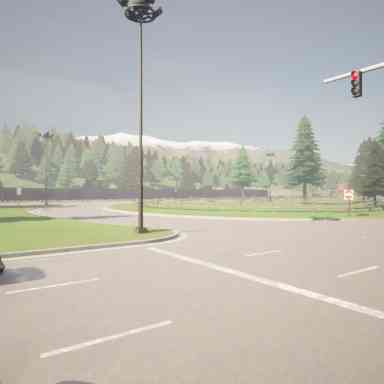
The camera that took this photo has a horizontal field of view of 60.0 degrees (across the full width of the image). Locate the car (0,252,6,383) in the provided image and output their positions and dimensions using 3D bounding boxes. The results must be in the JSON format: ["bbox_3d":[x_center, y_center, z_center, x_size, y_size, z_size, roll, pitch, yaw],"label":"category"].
[{"bbox_3d":[-3.314,1.352,1.380,4.553,1.767,2.097,0,0,-36],"label":"car"}]

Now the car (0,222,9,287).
[{"bbox_3d":[-7.162,1.547,7.234,5.357,1.411,2.033,0,0,-35],"label":"car"}]
